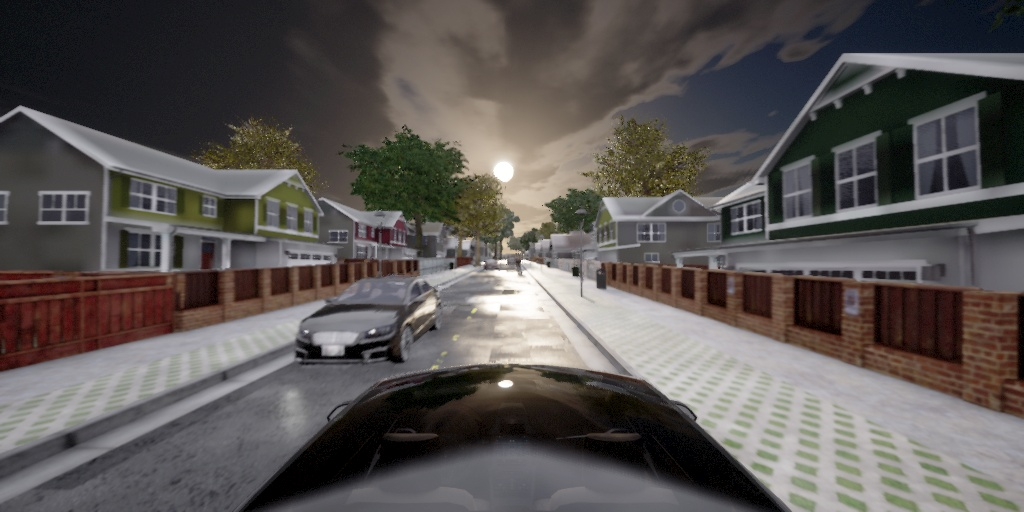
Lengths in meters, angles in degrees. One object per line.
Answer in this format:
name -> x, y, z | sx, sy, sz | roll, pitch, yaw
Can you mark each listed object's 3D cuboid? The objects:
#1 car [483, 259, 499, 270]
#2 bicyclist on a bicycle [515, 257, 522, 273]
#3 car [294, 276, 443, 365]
car -> -2.836, 1.140, 48.944 | 1.812, 1.442, 4.674 | 0, 0, 0
bicyclist on a bicycle -> 0.750, 1.015, 40.140 | 0.659, 1.776, 1.843 | 0, 0, 0
car -> -2.850, 1.239, 8.161 | 2.128, 1.511, 4.902 | 0, 0, 0
